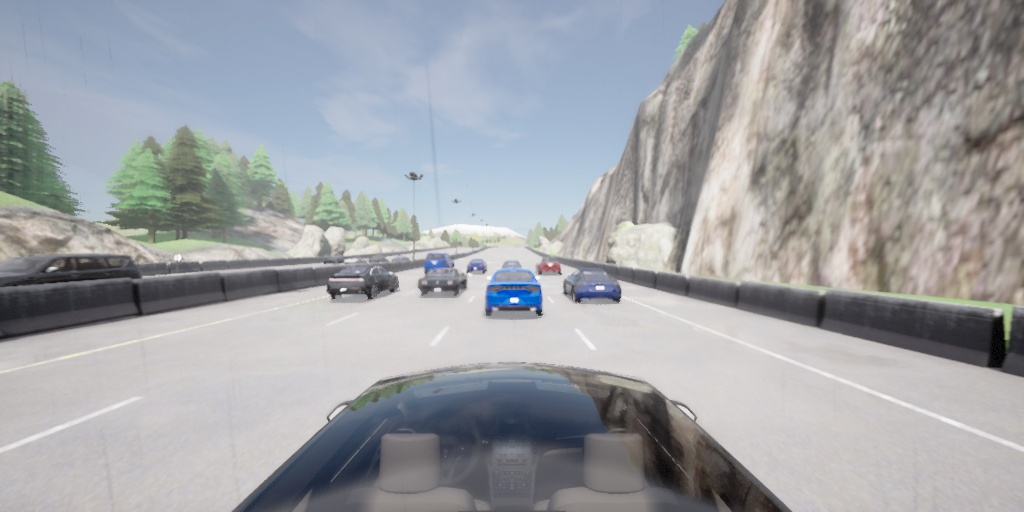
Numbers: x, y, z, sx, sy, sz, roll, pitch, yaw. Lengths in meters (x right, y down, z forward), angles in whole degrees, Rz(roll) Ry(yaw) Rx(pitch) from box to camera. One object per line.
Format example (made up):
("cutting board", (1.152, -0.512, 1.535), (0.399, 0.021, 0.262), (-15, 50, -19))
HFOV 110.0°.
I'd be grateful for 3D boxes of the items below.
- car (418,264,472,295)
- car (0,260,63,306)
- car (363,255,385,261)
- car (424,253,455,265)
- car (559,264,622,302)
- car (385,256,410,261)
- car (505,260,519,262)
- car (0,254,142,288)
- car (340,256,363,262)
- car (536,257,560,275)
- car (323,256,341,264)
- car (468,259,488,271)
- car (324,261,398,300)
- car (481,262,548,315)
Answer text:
("car", (-3.456, 1.267, 18.884), (1.895, 1.301, 4.718), (0, 0, 0))
("car", (-21.139, 1.076, 13.754), (2.097, 1.767, 4.553), (0, 0, 0))
("car", (-21.245, 0.615, 56.902), (1.837, 1.490, 4.892), (0, 1, 0))
("car", (-7.018, 0.711, 35.100), (2.150, 2.045, 5.566), (0, 1, 0))
("car", (3.551, 1.240, 16.470), (1.994, 1.385, 4.181), (0, 0, 0))
("car", (-17.740, 0.653, 56.924), (2.033, 1.411, 5.357), (0, 1, 0))
("car", (-0.001, 1.085, 30.790), (2.033, 1.411, 5.357), (0, 1, 0))
("car", (-17.639, 0.942, 13.733), (2.150, 2.045, 5.566), (0, 0, 0))
("car", (-24.737, 0.716, 56.883), (1.895, 1.301, 4.718), (0, 1, 0))
("car", (3.482, 0.832, 34.838), (2.097, 1.767, 4.553), (0, 1, 0))
("car", (-28.230, 0.711, 57.274), (1.895, 1.301, 4.718), (0, 1, 0))
("car", (-3.523, 0.988, 36.676), (1.812, 1.442, 4.674), (0, 1, 0))
("car", (-6.952, 1.175, 17.171), (2.128, 1.511, 4.902), (0, 0, 0))
("car", (0.060, 1.179, 13.383), (1.882, 1.535, 5.008), (0, 0, 0))
